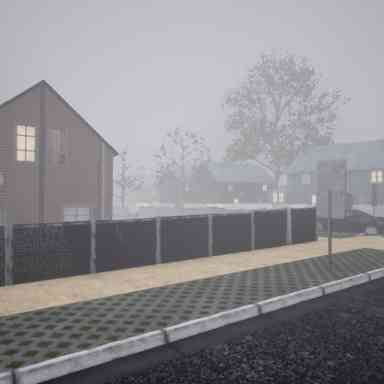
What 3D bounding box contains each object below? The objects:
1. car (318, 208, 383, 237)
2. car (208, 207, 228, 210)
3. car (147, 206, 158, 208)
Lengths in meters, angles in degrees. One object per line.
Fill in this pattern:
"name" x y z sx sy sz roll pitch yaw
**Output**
"car" 9.388 1.695 19.749 1.882 1.535 5.008 1 -2 -39
"car" 2.362 2.028 29.252 1.812 1.442 4.674 1 -2 -35
"car" -4.625 2.362 39.139 1.994 1.385 4.181 1 -2 -35
